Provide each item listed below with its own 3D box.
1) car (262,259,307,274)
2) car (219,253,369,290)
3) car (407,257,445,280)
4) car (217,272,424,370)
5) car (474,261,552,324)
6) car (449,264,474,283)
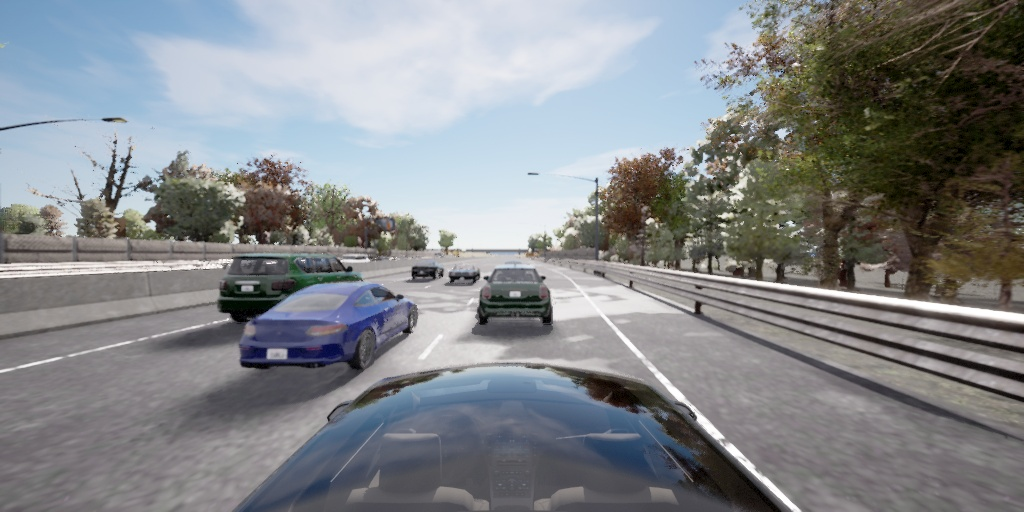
[{"bbox_3d":[-24.579,1.118,38.952,1.837,1.490,4.892,0,0,0],"label":"car"},{"bbox_3d":[-6.903,0.930,12.044,2.150,2.045,5.566,0,0,0],"label":"car"},{"bbox_3d":[-6.900,1.121,29.862,1.882,1.535,5.008,0,0,0],"label":"car"},{"bbox_3d":[-3.415,1.252,7.549,1.812,1.442,4.674,0,0,1],"label":"car"},{"bbox_3d":[0.093,1.060,11.965,2.097,1.767,4.553,0,0,0],"label":"car"},{"bbox_3d":[-3.403,1.255,26.704,1.895,1.301,4.718,0,0,0],"label":"car"}]
